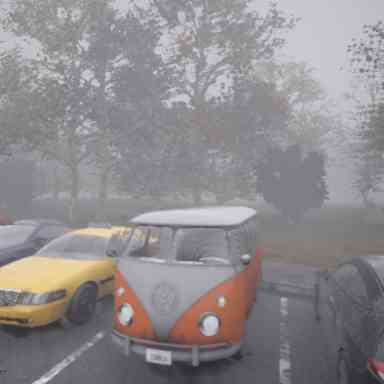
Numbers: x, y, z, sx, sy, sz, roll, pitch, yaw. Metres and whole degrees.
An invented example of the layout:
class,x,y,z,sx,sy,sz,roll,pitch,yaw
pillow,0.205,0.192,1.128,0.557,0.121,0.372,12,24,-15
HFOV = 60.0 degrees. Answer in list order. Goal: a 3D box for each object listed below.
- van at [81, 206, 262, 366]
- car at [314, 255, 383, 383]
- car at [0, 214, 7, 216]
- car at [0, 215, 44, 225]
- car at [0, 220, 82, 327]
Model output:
class,x,y,z,sx,sy,sz,roll,pitch,yaw
van,0.215,1.259,5.802,1.878,1.987,4.442,1,-1,15
car,2.663,1.526,4.195,2.002,1.452,4.674,0,-1,15
car,-9.518,1.247,12.717,2.435,2.045,5.566,0,-1,14
car,-4.627,1.530,9.319,2.002,1.452,4.674,0,-1,15
car,-2.236,1.482,7.441,1.946,1.575,5.366,1,-1,15
